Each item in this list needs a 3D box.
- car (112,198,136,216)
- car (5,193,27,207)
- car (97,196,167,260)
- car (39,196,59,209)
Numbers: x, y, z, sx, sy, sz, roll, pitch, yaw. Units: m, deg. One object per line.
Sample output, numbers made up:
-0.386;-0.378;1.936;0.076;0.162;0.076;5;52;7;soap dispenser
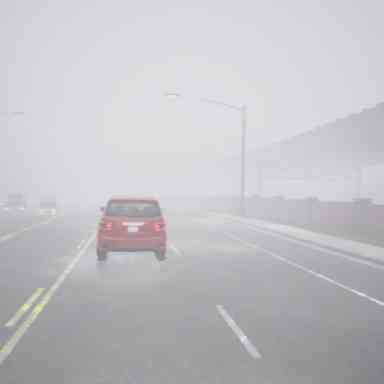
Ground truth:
-6.404;1.340;31.002;1.812;1.442;4.674;2;0;-16;car
-20.578;0.876;38.998;2.097;1.767;4.553;2;-1;-24;car
-2.197;1.153;12.241;2.150;2.045;5.566;2;0;-11;car
-16.486;1.164;38.374;2.033;1.411;5.357;2;-1;-22;car
